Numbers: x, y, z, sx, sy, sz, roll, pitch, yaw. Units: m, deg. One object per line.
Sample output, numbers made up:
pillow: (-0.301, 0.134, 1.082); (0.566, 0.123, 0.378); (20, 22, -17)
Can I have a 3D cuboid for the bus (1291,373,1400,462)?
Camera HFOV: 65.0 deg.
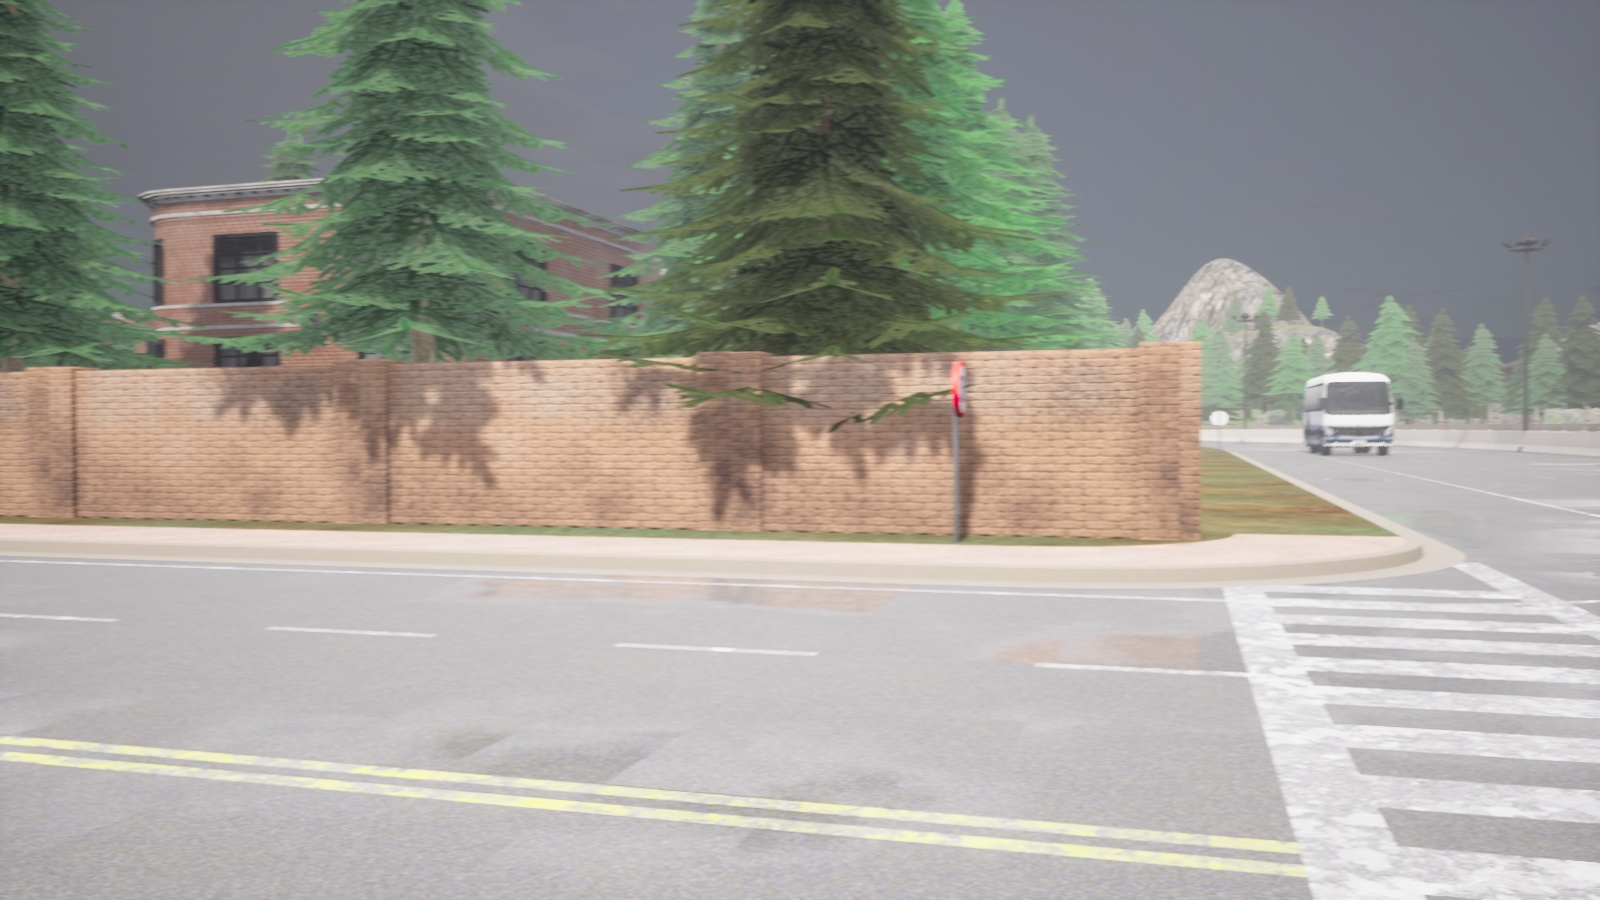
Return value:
bus: (28.383, -1.682, 65.928); (3.944, 4.253, 10.273); (1, 1, 16)
